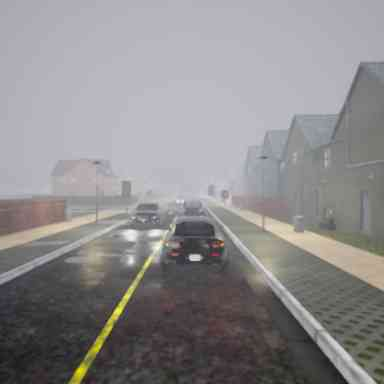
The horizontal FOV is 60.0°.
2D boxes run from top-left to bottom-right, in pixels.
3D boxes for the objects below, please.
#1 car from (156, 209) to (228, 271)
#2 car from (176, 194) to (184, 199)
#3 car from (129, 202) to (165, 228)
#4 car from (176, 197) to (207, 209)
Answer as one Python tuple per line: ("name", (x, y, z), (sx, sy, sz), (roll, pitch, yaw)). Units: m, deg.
("car", (0.066, 1.487, 10.643), (1.812, 1.442, 4.674), (0, 0, 0))
("car", (-2.757, 1.246, 80.514), (2.128, 1.511, 4.902), (0, 0, 0))
("car", (-2.824, 1.427, 21.736), (1.837, 1.490, 4.892), (0, 0, 0))
("car", (0.053, 1.403, 24.300), (2.128, 1.511, 4.902), (0, 0, 0))
